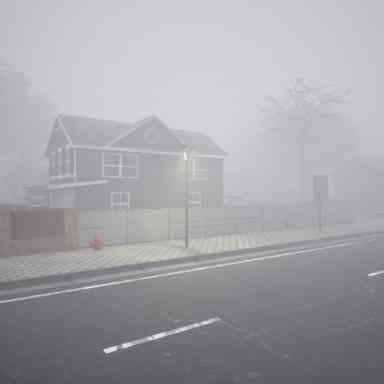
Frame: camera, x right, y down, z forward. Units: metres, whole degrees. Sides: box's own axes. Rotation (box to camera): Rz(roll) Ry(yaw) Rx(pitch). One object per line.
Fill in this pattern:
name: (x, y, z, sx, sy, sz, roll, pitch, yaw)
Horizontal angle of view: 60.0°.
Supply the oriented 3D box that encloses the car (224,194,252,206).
car: (6.095, 1.272, 43.855, 2.150, 2.045, 5.566, 0, 0, -35)
